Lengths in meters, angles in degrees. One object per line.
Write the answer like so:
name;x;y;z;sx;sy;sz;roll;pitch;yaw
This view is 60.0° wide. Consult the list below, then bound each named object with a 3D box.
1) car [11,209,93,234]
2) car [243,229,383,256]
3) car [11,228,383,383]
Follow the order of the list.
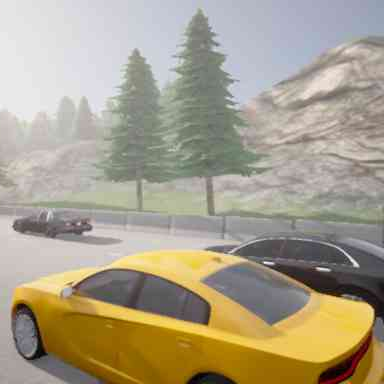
car;-7.716;1.645;18.176;5.357;1.411;2.033;0;0;36
car;1.975;1.548;6.911;4.892;1.490;1.837;0;0;35
car;-0.403;1.508;4.310;5.008;1.535;1.882;0;0;35
